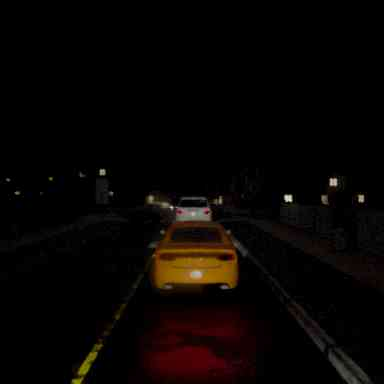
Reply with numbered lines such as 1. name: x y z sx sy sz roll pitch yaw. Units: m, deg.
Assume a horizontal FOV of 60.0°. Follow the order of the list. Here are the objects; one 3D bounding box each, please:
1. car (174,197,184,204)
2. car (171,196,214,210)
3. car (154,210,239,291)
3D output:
1. car: -2.751 1.750 72.929 2.033 1.411 5.357 0 0 0
2. car: 0.184 1.283 21.035 2.150 2.045 5.566 0 0 3
3. car: 0.099 1.504 9.151 1.882 1.535 5.008 0 0 0
